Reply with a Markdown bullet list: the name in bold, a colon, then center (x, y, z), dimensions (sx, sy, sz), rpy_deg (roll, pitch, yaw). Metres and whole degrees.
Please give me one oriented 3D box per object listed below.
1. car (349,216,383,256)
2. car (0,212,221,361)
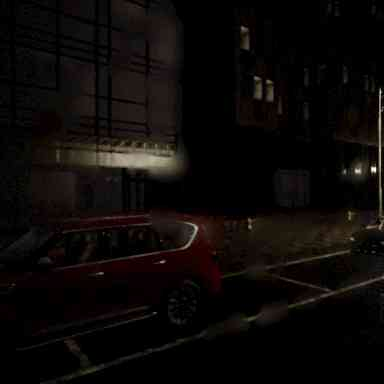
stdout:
- **car**: center (7.345, 1.508, 11.893), dimensions (4.403, 1.369, 2.008), rpy_deg (0, 0, -36)
- **car**: center (-1.787, 1.310, 5.374), dimensions (5.009, 1.841, 2.192), rpy_deg (0, 0, -36)
